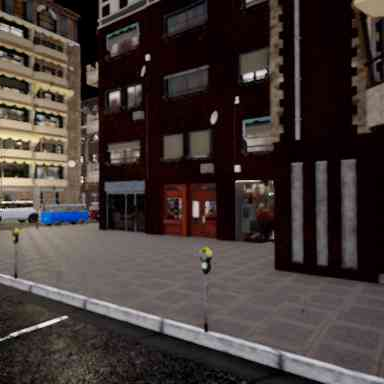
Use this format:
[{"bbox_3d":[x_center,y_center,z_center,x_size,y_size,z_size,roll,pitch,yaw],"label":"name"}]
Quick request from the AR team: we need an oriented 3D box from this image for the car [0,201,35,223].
[{"bbox_3d":[-16.334,1.844,29.985,2.150,2.045,5.566,-1,-1,34],"label":"car"}]

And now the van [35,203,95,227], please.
[{"bbox_3d":[-10.551,1.946,27.882,1.690,1.788,3.998,-2,-2,35],"label":"van"}]

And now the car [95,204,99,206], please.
[{"bbox_3d":[-10.592,2.377,38.030,1.994,1.385,4.181,-1,-1,35],"label":"car"}]

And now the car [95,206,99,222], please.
[{"bbox_3d":[-7.481,2.279,32.491,1.947,1.339,4.313,-2,-2,35],"label":"car"}]
